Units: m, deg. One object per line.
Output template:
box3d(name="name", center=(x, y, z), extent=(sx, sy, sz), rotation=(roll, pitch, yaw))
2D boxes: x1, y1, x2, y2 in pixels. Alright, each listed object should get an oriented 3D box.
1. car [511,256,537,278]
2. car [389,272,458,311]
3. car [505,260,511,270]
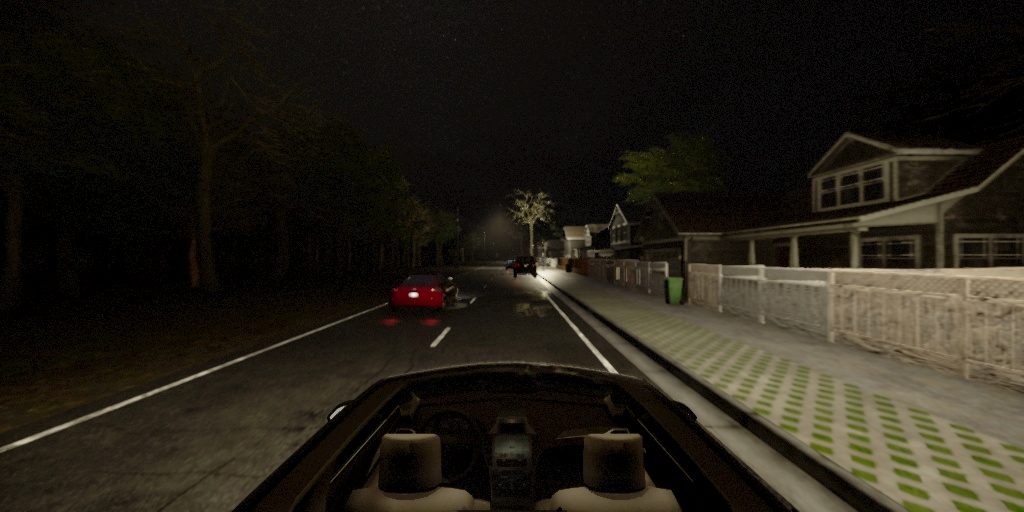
box3d(name="car", center=(1.215, 0.990, 34.501), extent=(2.150, 2.045, 5.566), rotation=(0, 0, 0))
box3d(name="car", center=(-3.405, 1.317, 14.431), extent=(1.994, 1.385, 4.181), rotation=(0, 0, 0))
box3d(name="car", center=(-0.012, 1.390, 52.657), extent=(1.895, 1.301, 4.718), rotation=(0, 0, 0))
